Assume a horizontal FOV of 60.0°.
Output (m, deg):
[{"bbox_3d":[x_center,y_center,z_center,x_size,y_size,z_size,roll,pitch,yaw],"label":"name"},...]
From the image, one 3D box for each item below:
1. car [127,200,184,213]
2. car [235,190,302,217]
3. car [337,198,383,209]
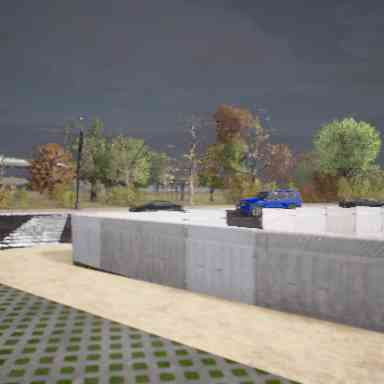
[{"bbox_3d":[-2.694,1.301,24.726,4.181,1.385,1.994,0,2,-18],"label":"car"},{"bbox_3d":[6.417,0.899,27.761,5.566,2.045,2.150,0,2,-18],"label":"car"},{"bbox_3d":[15.944,1.223,30.955,4.718,1.301,1.895,0,2,-19],"label":"car"}]
